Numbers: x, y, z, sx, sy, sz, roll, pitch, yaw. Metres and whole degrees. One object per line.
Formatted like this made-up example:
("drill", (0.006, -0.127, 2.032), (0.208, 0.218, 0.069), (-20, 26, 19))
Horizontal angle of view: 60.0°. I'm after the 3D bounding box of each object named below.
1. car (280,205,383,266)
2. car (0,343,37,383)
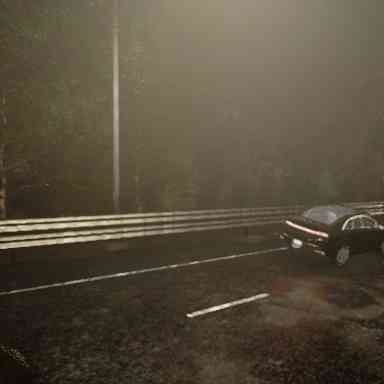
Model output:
("car", (5.094, 1.269, 11.303), (4.902, 1.511, 2.128), (0, 13, -37))
("car", (-3.267, 1.518, 1.409), (4.892, 1.490, 1.837), (0, 0, -36))
